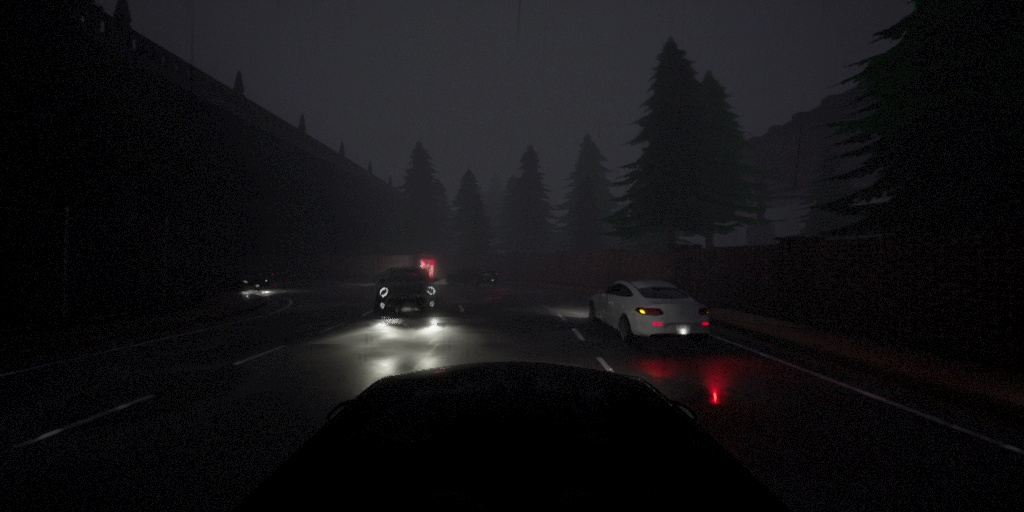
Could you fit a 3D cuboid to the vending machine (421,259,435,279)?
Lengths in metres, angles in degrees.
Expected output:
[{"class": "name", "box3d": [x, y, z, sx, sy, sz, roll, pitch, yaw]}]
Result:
[{"class": "vending machine", "box3d": [-8.332, 1.321, 35.387, 0.880, 2.100, 1.100, 0, 0, 25]}]

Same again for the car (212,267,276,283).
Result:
[{"class": "car", "box3d": [-24.247, 1.693, 32.490, 4.718, 1.301, 1.895, 0, -1, 10]}]

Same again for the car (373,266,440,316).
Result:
[{"class": "car", "box3d": [-4.052, 1.242, 14.236, 2.097, 1.767, 4.553, 0, -1, -14]}]

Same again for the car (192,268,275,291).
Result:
[{"class": "car", "box3d": [-18.887, 1.545, 23.930, 5.357, 1.411, 2.033, 0, -1, 18]}]

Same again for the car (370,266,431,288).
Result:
[{"class": "car", "box3d": [-8.450, 1.536, 26.999, 4.892, 1.490, 1.837, -1, -2, 37]}]

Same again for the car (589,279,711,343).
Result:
[{"class": "car", "box3d": [3.513, 1.367, 9.864, 1.812, 1.442, 4.674, 0, -1, -2]}]

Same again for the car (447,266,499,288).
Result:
[{"class": "car", "box3d": [-3.040, 1.526, 27.186, 2.128, 1.511, 4.902, 1, -1, -43]}]
